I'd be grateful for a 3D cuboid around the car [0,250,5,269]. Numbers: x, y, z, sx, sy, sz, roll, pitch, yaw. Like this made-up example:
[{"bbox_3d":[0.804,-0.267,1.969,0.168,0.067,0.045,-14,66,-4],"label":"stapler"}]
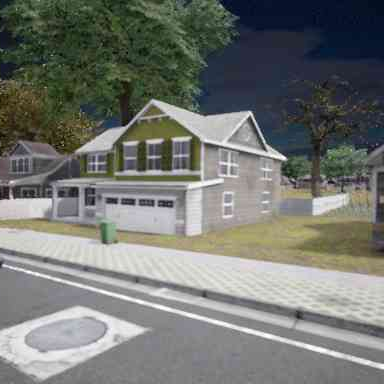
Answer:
[{"bbox_3d":[-7.241,1.524,9.146,5.357,1.411,2.033,0,0,35],"label":"car"}]
